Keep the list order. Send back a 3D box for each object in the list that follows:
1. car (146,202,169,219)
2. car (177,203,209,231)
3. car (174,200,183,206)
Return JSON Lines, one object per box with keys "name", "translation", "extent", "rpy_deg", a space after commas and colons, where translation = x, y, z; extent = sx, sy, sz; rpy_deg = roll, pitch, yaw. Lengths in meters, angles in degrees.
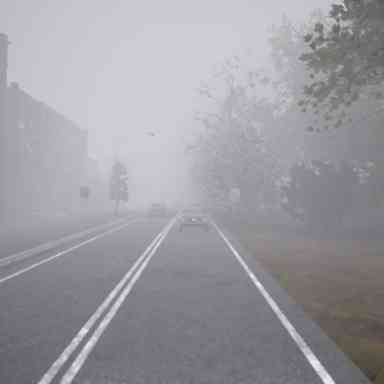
{"name": "car", "translation": [-3.289, 1.766, 32.471], "extent": [1.837, 1.490, 4.892], "rpy_deg": [0, -1, 0]}
{"name": "car", "translation": [0.124, 1.667, 21.515], "extent": [2.033, 1.411, 5.357], "rpy_deg": [0, -1, 0]}
{"name": "car", "translation": [-3.014, 2.471, 72.680], "extent": [1.895, 1.301, 4.718], "rpy_deg": [0, -1, 0]}
